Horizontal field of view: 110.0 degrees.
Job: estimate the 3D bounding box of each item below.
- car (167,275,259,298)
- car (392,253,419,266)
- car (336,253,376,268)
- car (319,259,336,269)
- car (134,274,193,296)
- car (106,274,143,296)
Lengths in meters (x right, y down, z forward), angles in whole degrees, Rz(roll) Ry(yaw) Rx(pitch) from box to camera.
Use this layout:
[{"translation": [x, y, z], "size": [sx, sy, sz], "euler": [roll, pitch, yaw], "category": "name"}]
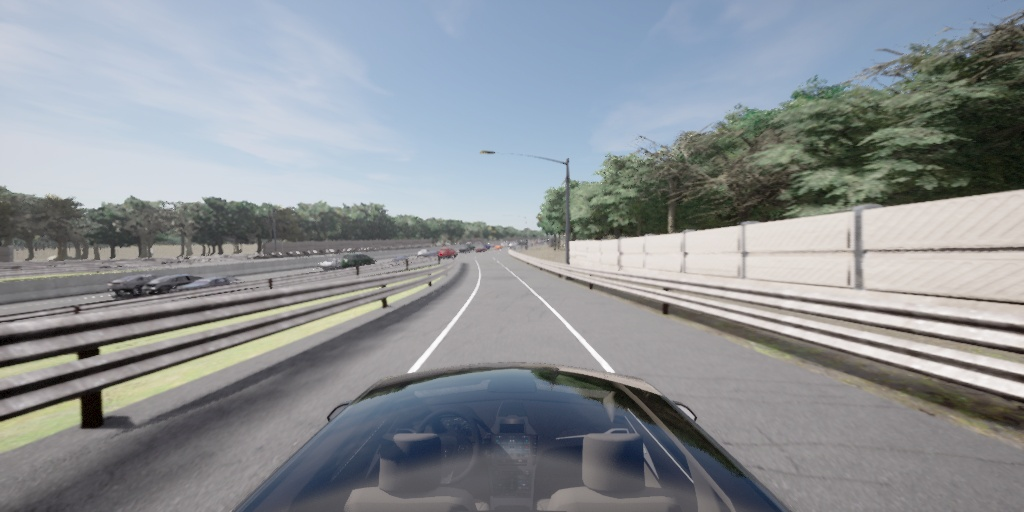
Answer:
[{"translation": [-22.357, 2.286, 27.486], "size": [2.033, 1.411, 5.357], "euler": [0, 3, 12], "category": "car"}, {"translation": [-16.613, 0.675, 54.908], "size": [1.994, 1.385, 4.181], "euler": [0, 3, 12], "category": "car"}, {"translation": [-21.262, 0.636, 49.776], "size": [2.150, 2.045, 5.566], "euler": [0, 3, 12], "category": "car"}, {"translation": [-24.688, 1.015, 50.504], "size": [1.895, 1.301, 4.718], "euler": [0, 3, 12], "category": "car"}, {"translation": [-25.783, 2.208, 28.202], "size": [1.837, 1.490, 4.892], "euler": [0, 3, 12], "category": "car"}, {"translation": [-29.208, 2.197, 28.921], "size": [2.128, 1.511, 4.902], "euler": [0, 3, 12], "category": "car"}]
